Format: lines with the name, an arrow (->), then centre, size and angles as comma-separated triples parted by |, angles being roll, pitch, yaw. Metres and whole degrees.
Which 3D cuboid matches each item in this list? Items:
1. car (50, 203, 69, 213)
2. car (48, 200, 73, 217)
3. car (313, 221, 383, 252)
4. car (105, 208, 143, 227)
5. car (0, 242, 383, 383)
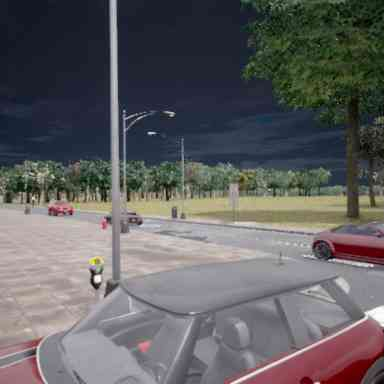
car -> -22.365, 2.624, 55.891 | 1.837, 1.490, 4.892 | -1, -1, -36
car -> -17.455, 2.128, 44.038 | 2.150, 2.045, 5.566 | -1, -1, -35
car -> 6.089, 1.668, 10.916 | 1.994, 1.385, 4.181 | -1, -1, -36
car -> -5.679, 2.063, 27.416 | 1.994, 1.385, 4.181 | -1, -1, -35
car -> -0.132, 1.441, 2.730 | 4.097, 1.590, 1.967 | 0, -1, -36
